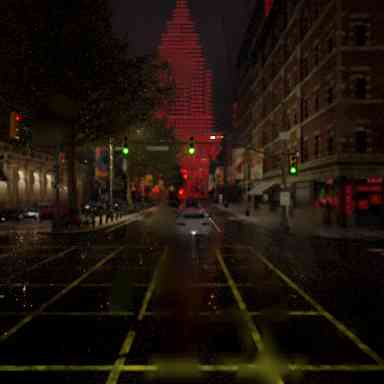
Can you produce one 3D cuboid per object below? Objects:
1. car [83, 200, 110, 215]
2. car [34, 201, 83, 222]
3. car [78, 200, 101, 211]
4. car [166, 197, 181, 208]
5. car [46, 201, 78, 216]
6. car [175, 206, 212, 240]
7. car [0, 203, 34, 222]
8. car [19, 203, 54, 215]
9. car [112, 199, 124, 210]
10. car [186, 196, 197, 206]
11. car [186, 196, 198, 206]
[{"bbox_3d":[-11.570,1.903,39.116,2.033,1.411,5.357,0,-1,0],"label":"car"},{"bbox_3d":[-11.622,1.745,29.304,1.882,1.535,5.008,0,-1,0],"label":"car"},{"bbox_3d":[-15.064,1.926,49.301,1.882,1.535,5.008,0,-1,0],"label":"car"},{"bbox_3d":[-3.577,2.107,59.922,1.994,1.385,4.181,0,-1,0],"label":"car"},{"bbox_3d":[-15.066,1.859,38.886,1.837,1.490,4.892,0,-1,0],"label":"car"},{"bbox_3d":[0.076,1.688,17.848,1.812,1.442,4.674,0,-1,0],"label":"car"},{"bbox_3d":[-15.121,1.815,29.347,2.033,1.411,5.357,0,-1,0],"label":"car"},{"bbox_3d":[-18.300,1.954,39.412,1.895,1.301,4.718,0,-1,0],"label":"car"},{"bbox_3d":[-11.564,1.800,49.338,2.097,1.767,4.553,0,-1,0],"label":"car"},{"bbox_3d":[-0.089,1.849,68.946,2.150,2.045,5.566,0,-1,0],"label":"car"},{"bbox_3d":[-0.077,1.892,59.547,2.097,1.767,4.553,0,-1,0],"label":"car"}]
